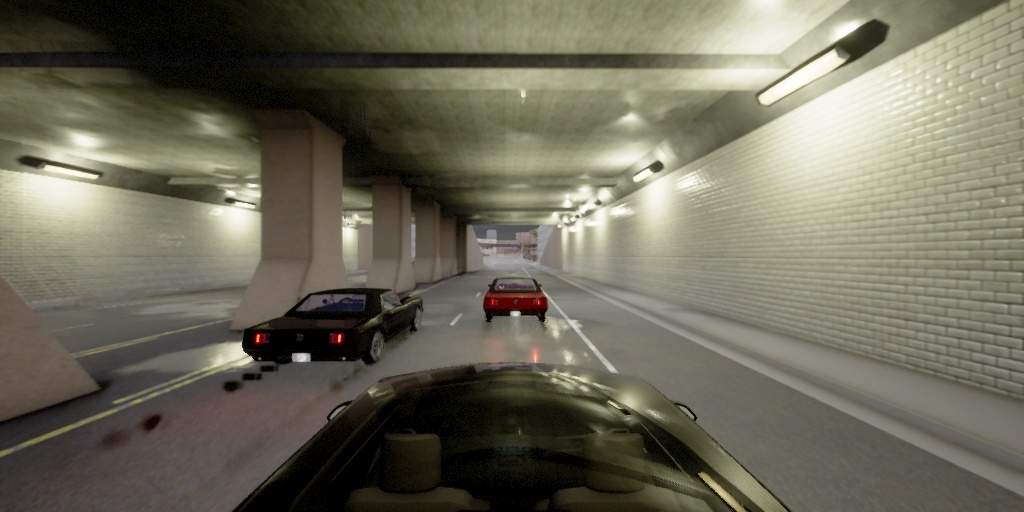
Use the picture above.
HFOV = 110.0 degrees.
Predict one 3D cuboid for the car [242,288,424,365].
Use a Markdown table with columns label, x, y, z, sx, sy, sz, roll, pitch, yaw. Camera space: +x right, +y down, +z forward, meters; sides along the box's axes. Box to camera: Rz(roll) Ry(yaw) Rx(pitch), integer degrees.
| label | x | y | z | sx | sy | sz | roll | pitch | yaw |
| --- | --- | --- | --- | --- | --- | --- | --- | --- | --- |
| car | -3.396 | 1.354 | 8.014 | 1.895 | 1.301 | 4.718 | 0 | 0 | 0 |

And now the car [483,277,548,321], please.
| label | x | y | z | sx | sy | sz | roll | pitch | yaw |
| --- | --- | --- | --- | --- | --- | --- | --- | --- | --- |
| car | 0.100 | 1.356 | 12.423 | 1.895 | 1.301 | 4.718 | 0 | 0 | 0 |

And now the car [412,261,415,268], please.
| label | x | y | z | sx | sy | sz | roll | pitch | yaw |
| --- | --- | --- | --- | --- | --- | --- | --- | --- | --- |
| car | -10.570 | 1.246 | 40.643 | 1.882 | 1.535 | 5.008 | 0 | 0 | 0 |
